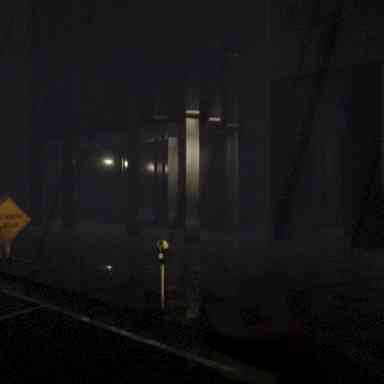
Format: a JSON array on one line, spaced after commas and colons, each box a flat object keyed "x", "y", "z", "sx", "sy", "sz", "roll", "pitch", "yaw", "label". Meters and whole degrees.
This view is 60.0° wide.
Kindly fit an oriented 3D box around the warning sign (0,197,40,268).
[{"x": -5.291, "y": 1.099, "z": 9.572, "sx": 1.060, "sy": 1.860, "sz": 1.300, "roll": 0, "pitch": 0, "yaw": 35, "label": "warning sign"}]
